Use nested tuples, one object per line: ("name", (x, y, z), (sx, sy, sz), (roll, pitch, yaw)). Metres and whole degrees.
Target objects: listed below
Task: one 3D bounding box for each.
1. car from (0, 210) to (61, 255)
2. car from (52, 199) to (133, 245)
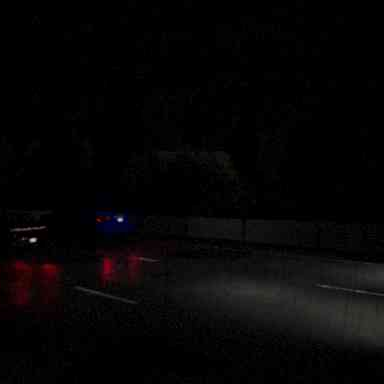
("car", (-8.027, 1.649, 14.103), (4.902, 1.511, 2.128), (-1, -1, 36))
("car", (-5.401, 1.375, 16.525), (5.566, 2.045, 2.150), (-1, -1, 36))
